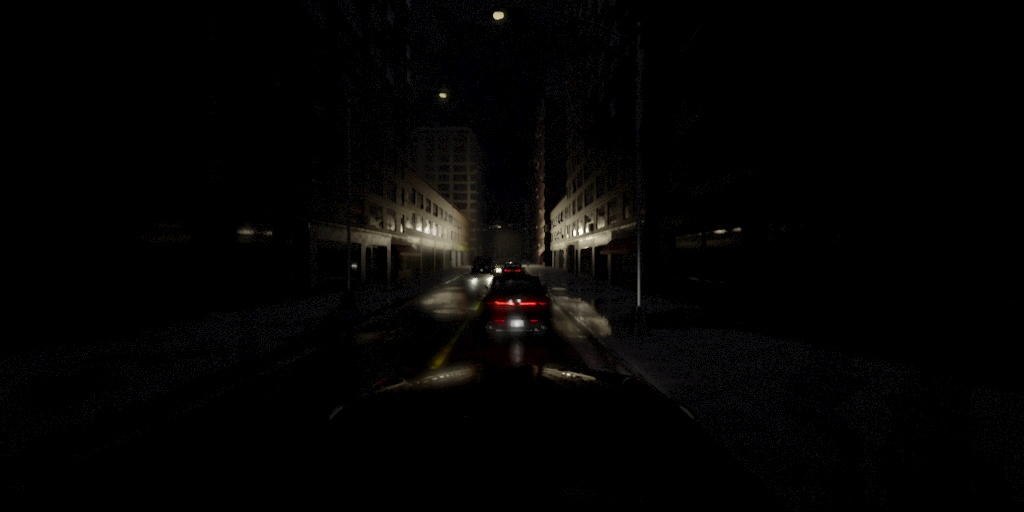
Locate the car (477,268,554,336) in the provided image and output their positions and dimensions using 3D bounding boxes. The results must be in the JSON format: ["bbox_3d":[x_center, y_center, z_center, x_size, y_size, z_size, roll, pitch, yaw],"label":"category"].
[{"bbox_3d":[0.098,1.257,10.388,1.837,1.490,4.892,0,0,-1],"label":"car"}]

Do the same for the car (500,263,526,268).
[{"bbox_3d":[0.075,1.252,28.171,2.128,1.511,4.902,0,0,0],"label":"car"}]

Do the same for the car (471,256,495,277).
[{"bbox_3d":[-2.876,0.987,36.444,2.150,2.045,5.566,0,0,0],"label":"car"}]
